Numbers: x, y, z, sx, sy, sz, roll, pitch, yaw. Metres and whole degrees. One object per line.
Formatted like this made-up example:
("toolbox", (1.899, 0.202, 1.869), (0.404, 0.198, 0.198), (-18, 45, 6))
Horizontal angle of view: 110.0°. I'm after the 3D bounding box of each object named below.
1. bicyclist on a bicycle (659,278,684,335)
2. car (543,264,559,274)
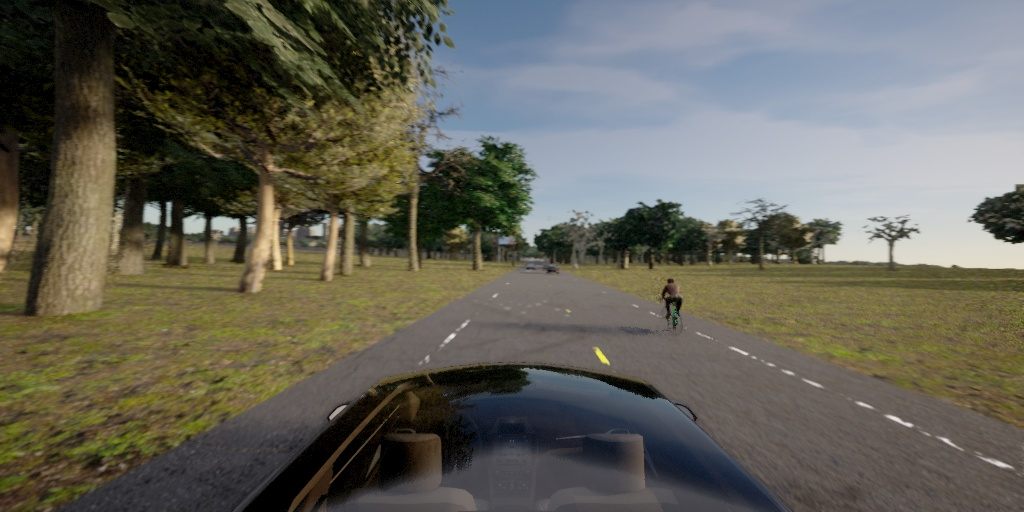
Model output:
("bicyclist on a bicycle", (4.821, 1.496, 10.849), (0.582, 1.620, 1.656), (2, -1, 3))
("car", (6.620, 2.132, 58.883), (1.837, 1.490, 4.892), (2, 0, 3))
